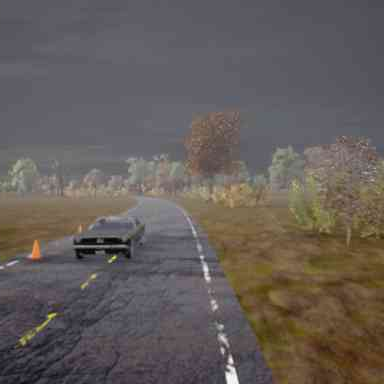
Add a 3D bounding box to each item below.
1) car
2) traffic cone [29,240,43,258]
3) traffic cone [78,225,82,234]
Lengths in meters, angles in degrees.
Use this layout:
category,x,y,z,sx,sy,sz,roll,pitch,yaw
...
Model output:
category,x,y,z,sx,sy,sz,roll,pitch,yaw
car,-2.896,1.575,12.520,1.895,1.301,4.718,0,0,-2
traffic cone,-5.349,1.935,11.412,0.340,0.580,0.340,0,0,-1
traffic cone,-5.500,1.924,16.382,0.340,0.580,0.340,0,0,-2
